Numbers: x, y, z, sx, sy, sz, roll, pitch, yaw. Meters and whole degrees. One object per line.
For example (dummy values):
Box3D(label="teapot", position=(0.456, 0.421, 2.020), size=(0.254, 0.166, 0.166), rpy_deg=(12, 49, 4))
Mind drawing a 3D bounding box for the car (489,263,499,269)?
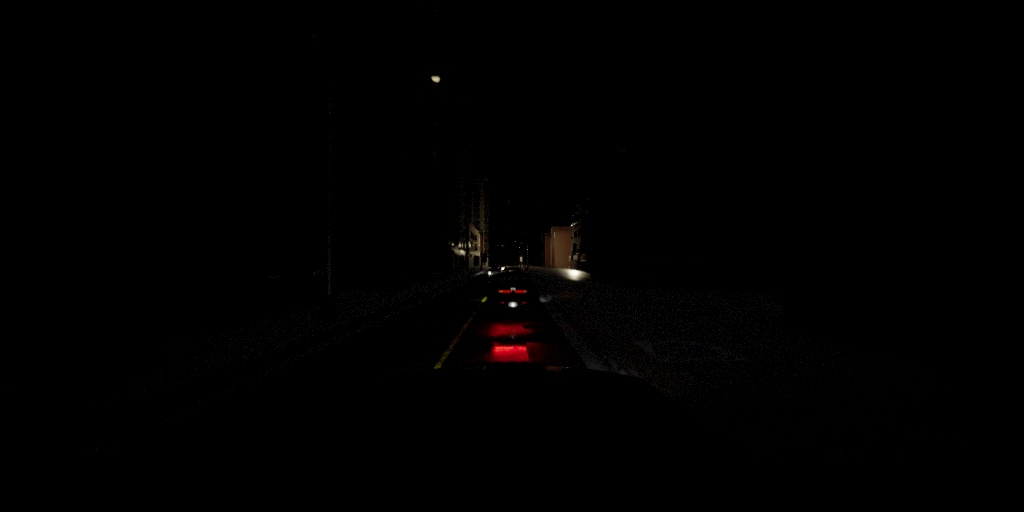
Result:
Box3D(label="car", position=(-2.812, 1.920, 59.979), size=(1.882, 1.535, 5.008), rpy_deg=(0, -1, 0))

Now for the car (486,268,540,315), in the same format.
Box3D(label="car", position=(0.044, 1.375, 14.137), size=(1.837, 1.490, 4.892), rpy_deg=(0, -1, 0))

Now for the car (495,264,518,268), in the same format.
Box3D(label="car", position=(0.019, 1.561, 27.107), size=(2.033, 1.411, 5.357), rpy_deg=(0, -1, 0))
